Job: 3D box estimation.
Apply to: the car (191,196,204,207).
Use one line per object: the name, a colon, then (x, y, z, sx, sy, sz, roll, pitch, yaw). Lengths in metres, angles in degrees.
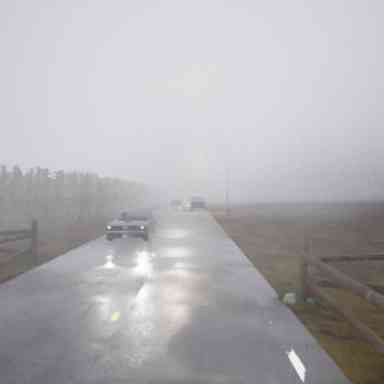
car: (0.823, 1.481, 53.611, 2.097, 1.767, 4.553, 0, 0, 0)

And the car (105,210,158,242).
car: (-2.850, 1.604, 16.448, 1.895, 1.301, 4.718, 0, 0, 0)

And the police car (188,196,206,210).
police car: (0.824, 1.506, 43.749, 1.930, 1.638, 5.238, 0, 0, 0)

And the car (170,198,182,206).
car: (-2.800, 1.750, 57.099, 1.895, 1.301, 4.718, 0, 0, 1)

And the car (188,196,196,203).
car: (-0.002, 1.709, 78.023, 2.033, 1.411, 5.357, 0, 0, 0)
